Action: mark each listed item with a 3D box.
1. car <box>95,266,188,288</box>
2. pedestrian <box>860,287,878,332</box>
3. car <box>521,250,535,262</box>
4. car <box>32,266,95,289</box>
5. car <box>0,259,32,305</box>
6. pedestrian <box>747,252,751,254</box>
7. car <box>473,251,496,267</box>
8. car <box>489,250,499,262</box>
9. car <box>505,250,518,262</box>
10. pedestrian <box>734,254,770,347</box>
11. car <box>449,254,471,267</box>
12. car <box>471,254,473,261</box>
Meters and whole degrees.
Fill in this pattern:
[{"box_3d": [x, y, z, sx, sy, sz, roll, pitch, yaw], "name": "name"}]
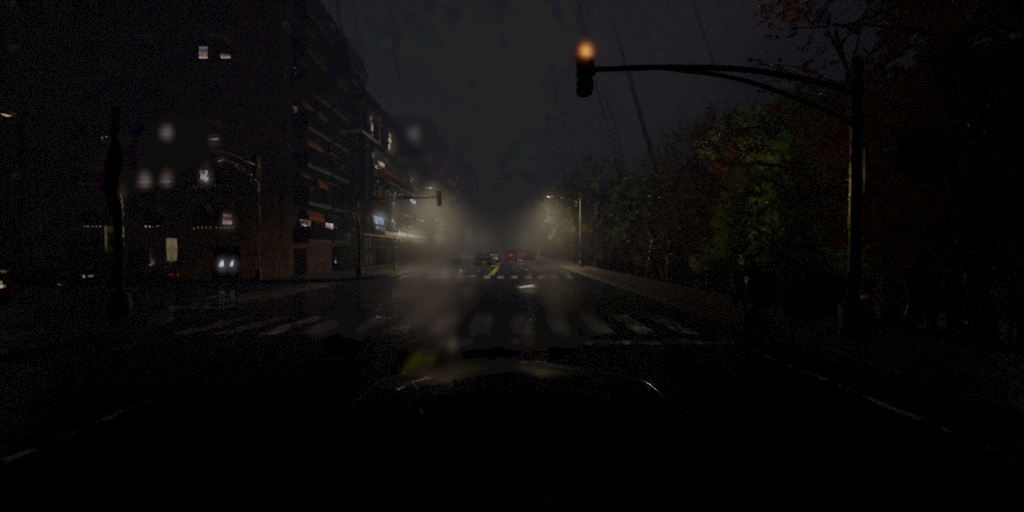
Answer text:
[{"box_3d": [-22.825, 1.259, 22.512, 4.207, 1.307, 1.802, 0, 0, -1], "name": "car"}, {"box_3d": [8.016, 1.161, 8.136, 0.500, 1.100, 0.500, 0, 1, 0], "name": "pedestrian"}, {"box_3d": [3.115, 0.197, 64.916, 1.882, 1.535, 5.008, 0, 1, 0], "name": "car"}, {"box_3d": [-28.392, 1.318, 22.401, 4.313, 1.339, 1.948, 0, 0, -1], "name": "car"}, {"box_3d": [-22.685, 1.144, 13.866, 5.009, 1.841, 2.192, 0, 0, -1], "name": "car"}, {"box_3d": [5.846, 0.764, 8.725, 0.375, 1.860, 0.375, 0, 1, 0], "name": "pedestrian"}, {"box_3d": [-3.420, 0.516, 45.209, 1.882, 1.535, 5.008, 0, 1, 0], "name": "car"}, {"box_3d": [-3.406, -0.040, 63.643, 2.150, 2.045, 5.566, 0, 1, 0], "name": "car"}, {"box_3d": [-0.136, -0.058, 64.934, 2.150, 2.045, 5.566, 0, 1, 0], "name": "car"}, {"box_3d": [4.966, 0.947, 7.431, 0.375, 1.860, 0.375, 0, 1, 0], "name": "pedestrian"}, {"box_3d": [-6.672, 0.646, 44.815, 1.895, 1.301, 4.718, 0, 1, 0], "name": "car"}, {"box_3d": [-6.674, 0.304, 61.491, 1.812, 1.442, 4.674, 0, 1, 0], "name": "car"}]
